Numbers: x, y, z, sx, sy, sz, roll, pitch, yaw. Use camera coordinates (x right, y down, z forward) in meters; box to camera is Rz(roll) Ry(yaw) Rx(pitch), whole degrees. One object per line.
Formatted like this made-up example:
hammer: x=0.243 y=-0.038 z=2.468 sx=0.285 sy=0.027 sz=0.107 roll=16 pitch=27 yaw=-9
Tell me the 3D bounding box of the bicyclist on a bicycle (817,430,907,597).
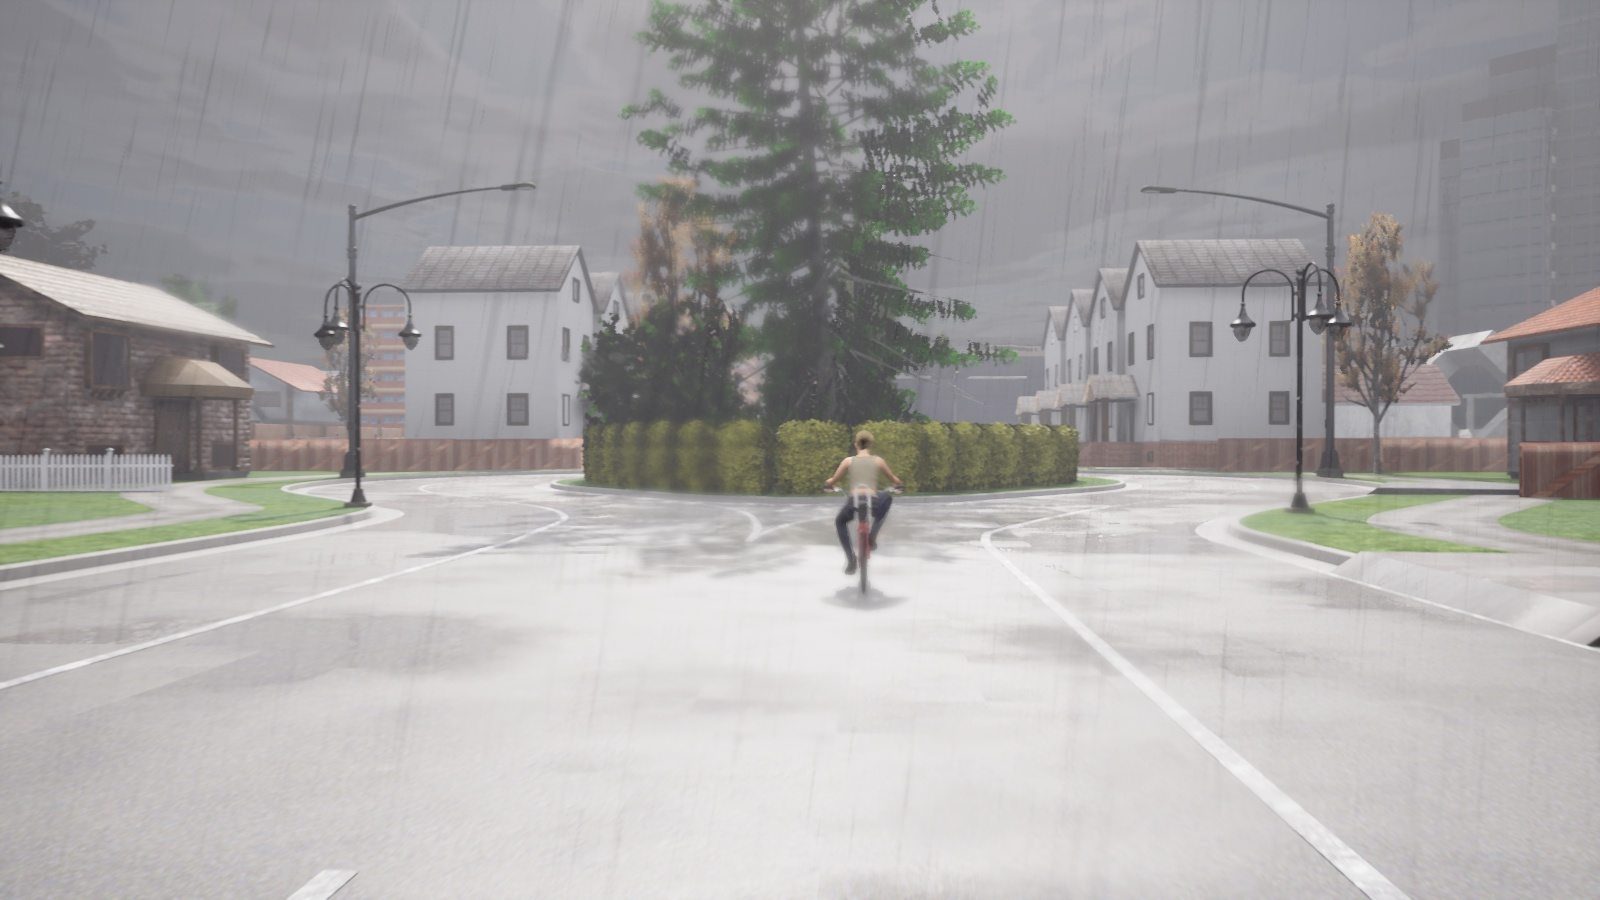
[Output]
bicyclist on a bicycle: x=0.644 y=0.607 z=12.908 sx=0.866 sy=1.612 sz=1.509 roll=0 pitch=0 yaw=3
